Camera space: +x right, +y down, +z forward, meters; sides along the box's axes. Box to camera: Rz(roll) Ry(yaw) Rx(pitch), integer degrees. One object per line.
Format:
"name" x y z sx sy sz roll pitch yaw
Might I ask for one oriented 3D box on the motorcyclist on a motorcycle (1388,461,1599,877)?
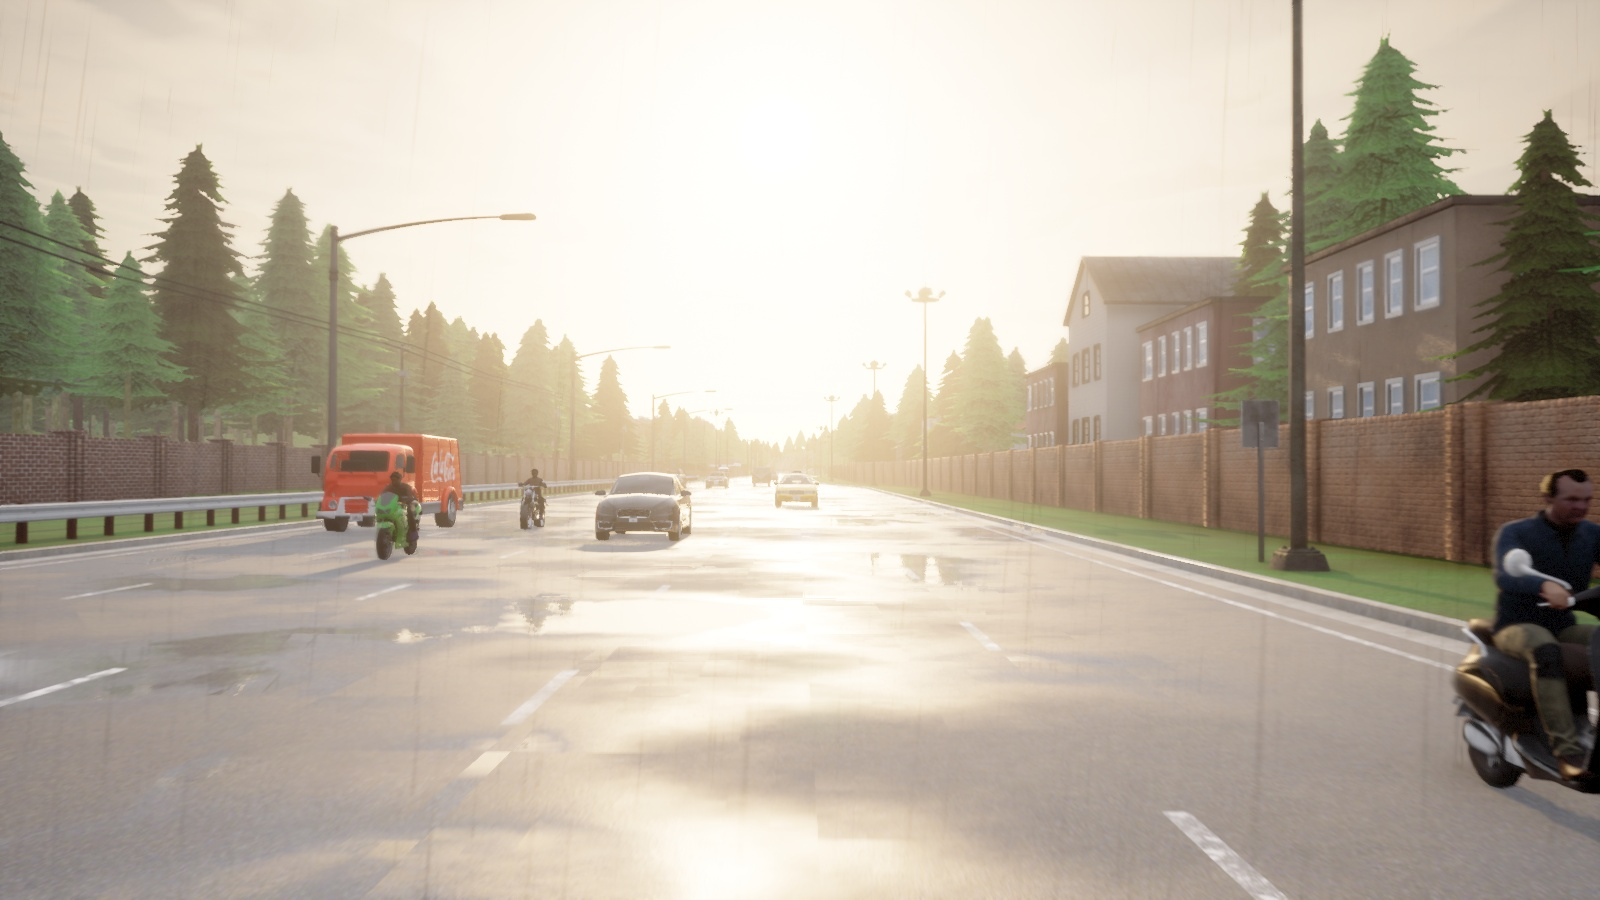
"motorcyclist on a motorcycle" 3.486 0.847 5.584 0.866 1.590 1.817 0 -1 0

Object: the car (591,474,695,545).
"car" -3.575 1.325 29.361 1.837 1.490 4.892 0 -1 0

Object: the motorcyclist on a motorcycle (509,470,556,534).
"motorcyclist on a motorcycle" -7.083 1.352 33.344 0.766 1.649 2.350 0 -1 0

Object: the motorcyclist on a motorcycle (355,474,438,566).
"motorcyclist on a motorcycle" -7.055 1.194 22.052 0.797 1.523 2.044 0 -1 0

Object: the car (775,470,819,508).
"car" -0.135 1.666 54.503 1.801 1.575 5.366 0 -1 0

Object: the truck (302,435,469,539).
"truck" -10.583 0.915 32.570 2.627 2.467 5.204 0 -1 0
